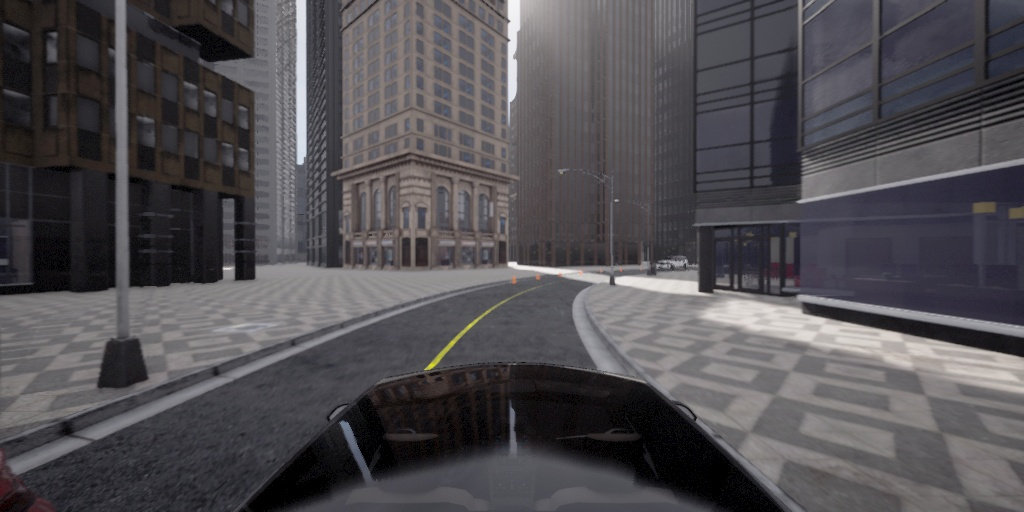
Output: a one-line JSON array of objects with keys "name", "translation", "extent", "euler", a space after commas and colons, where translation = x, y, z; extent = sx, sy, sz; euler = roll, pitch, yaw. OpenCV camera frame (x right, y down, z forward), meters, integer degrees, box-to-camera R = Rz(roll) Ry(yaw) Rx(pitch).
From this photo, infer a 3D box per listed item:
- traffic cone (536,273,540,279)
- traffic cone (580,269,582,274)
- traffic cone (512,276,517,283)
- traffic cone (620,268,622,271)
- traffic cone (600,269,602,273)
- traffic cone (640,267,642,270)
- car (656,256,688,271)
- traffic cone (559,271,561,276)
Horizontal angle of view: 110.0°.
[{"name": "traffic cone", "translation": [2.306, 1.735, 31.792], "extent": [0.340, 0.580, 0.340], "euler": [0, 0, 27]}, {"name": "traffic cone", "translation": [7.793, 1.755, 40.687], "extent": [0.340, 0.580, 0.340], "euler": [0, 0, 37]}, {"name": "traffic cone", "translation": [0.155, 1.728, 27.024], "extent": [0.340, 0.580, 0.340], "euler": [0, 0, 22]}, {"name": "traffic cone", "translation": [14.722, 1.772, 48.512], "extent": [0.340, 0.580, 0.340], "euler": [0, 0, -44]}, {"name": "traffic cone", "translation": [11.089, 1.766, 44.749], "extent": [0.340, 0.580, 0.340], "euler": [0, 0, 42]}, {"name": "traffic cone", "translation": [18.664, 1.772, 51.949], "extent": [0.340, 0.580, 0.340], "euler": [0, 0, -39]}, {"name": "car", "translation": [23.536, 1.045, 52.561], "extent": [5.566, 2.045, 2.150], "euler": [0, 0, -34]}, {"name": "traffic cone", "translation": [4.858, 1.744, 36.357], "extent": [0.340, 0.580, 0.340], "euler": [0, 0, 32]}]
